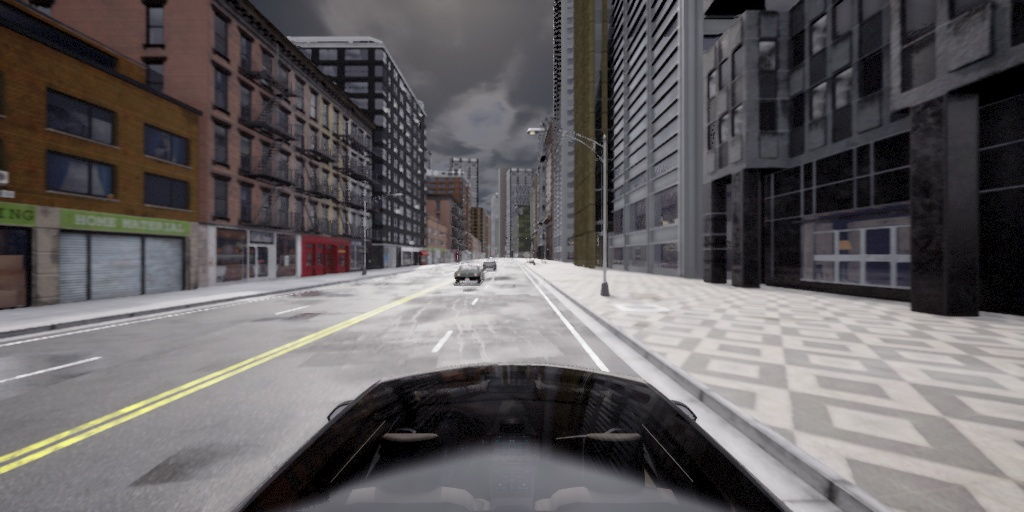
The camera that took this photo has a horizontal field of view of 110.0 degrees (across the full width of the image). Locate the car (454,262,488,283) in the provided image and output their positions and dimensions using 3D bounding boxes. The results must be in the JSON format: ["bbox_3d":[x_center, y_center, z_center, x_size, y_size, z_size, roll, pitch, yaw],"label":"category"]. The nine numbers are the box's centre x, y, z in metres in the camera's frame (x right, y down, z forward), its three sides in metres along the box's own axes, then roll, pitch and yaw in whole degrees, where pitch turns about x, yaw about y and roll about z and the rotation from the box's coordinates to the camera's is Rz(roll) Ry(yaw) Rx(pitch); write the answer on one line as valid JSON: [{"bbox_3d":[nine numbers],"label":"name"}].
[{"bbox_3d":[-3.143,1.343,27.447,1.895,1.301,4.718,0,0,0],"label":"car"}]

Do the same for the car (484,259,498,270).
[{"bbox_3d":[-3.137,1.224,51.108,2.128,1.511,4.902,0,0,0],"label":"car"}]
